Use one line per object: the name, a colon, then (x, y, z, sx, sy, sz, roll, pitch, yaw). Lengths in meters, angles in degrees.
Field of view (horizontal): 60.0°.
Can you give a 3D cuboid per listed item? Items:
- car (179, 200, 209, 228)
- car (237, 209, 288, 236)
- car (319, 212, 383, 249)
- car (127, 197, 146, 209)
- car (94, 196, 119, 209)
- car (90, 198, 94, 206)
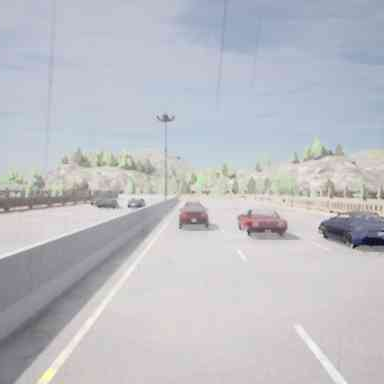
car: (0.121, 1.475, 21.465, 1.812, 1.442, 4.674, 0, 0, 0)
car: (3.607, 1.559, 17.956, 1.895, 1.301, 4.718, 0, 0, 0)
car: (7.105, 1.531, 14.406, 1.994, 1.385, 4.181, 0, 0, 0)
car: (-7.068, 1.397, 42.675, 2.128, 1.511, 4.902, 0, 0, 0)
car: (-10.566, 1.469, 42.235, 1.994, 1.385, 4.181, 0, 0, 0)
car: (-14.044, 1.388, 50.595, 2.128, 1.511, 4.902, 0, 0, 0)
